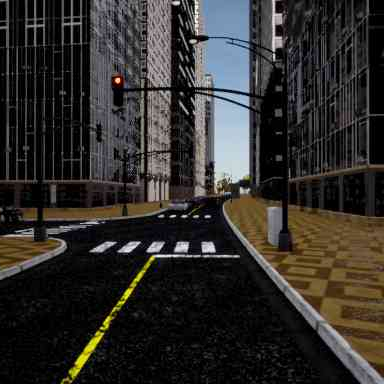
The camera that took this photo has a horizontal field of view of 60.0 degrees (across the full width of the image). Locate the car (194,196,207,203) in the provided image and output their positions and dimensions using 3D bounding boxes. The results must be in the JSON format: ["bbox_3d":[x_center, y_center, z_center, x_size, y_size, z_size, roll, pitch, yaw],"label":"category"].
[{"bbox_3d":[1.706,1.464,67.086,2.033,1.411,5.357,0,0,8],"label":"car"}]

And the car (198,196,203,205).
[{"bbox_3d":[0.320,1.489,56.553,2.033,1.411,5.357,0,0,7],"label":"car"}]

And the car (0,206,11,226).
[{"bbox_3d":[-14.893,1.734,21.873,4.892,1.490,1.837,-1,0,10],"label":"car"}]

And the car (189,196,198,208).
[{"bbox_3d":[-0.787,1.452,46.179,2.128,1.511,4.902,0,0,5],"label":"car"}]

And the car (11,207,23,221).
[{"bbox_3d":[-16.497,1.854,28.020,4.403,1.369,2.008,-1,1,10],"label":"car"}]

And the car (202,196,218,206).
[{"bbox_3d":[3.177,1.450,53.520,1.837,1.490,4.892,0,0,6],"label":"car"}]

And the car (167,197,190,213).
[{"bbox_3d":[-1.597,1.576,36.867,1.895,1.301,4.718,0,0,4],"label":"car"}]
